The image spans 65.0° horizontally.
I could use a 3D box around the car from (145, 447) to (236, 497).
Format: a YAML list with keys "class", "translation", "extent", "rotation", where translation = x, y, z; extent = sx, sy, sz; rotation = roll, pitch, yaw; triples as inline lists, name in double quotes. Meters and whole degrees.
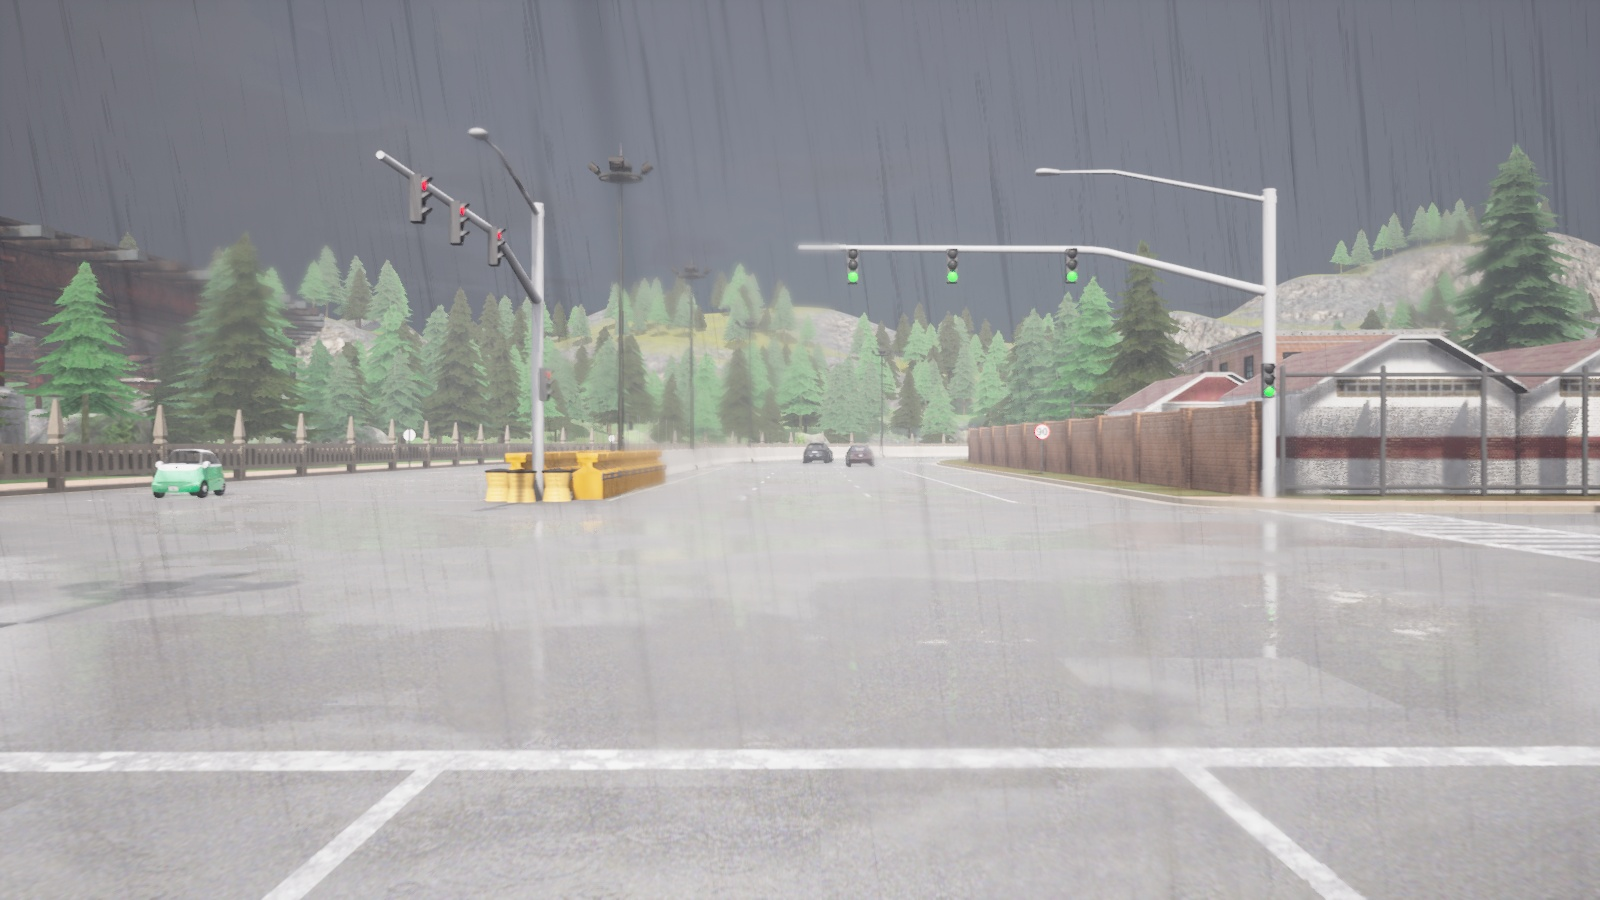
- class: "car"
  translation: [-17.285, 0.619, 35.691]
  extent: [1.481, 1.376, 2.207]
  rotation: [0, 0, 0]

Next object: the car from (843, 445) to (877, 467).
- class: "car"
  translation: [3.990, 0.392, 84.068]
  extent: [2.033, 1.411, 5.357]
  rotation: [0, 0, 0]

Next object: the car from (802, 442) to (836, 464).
- class: "car"
  translation: [1.480, 0.205, 97.887]
  extent: [2.033, 1.649, 4.856]
  rotation: [0, 0, 8]
